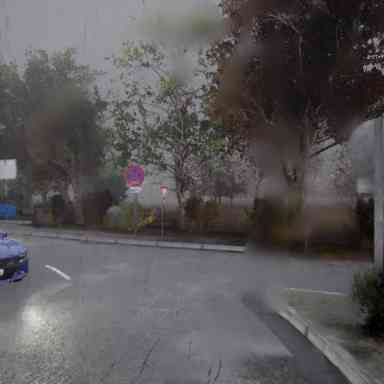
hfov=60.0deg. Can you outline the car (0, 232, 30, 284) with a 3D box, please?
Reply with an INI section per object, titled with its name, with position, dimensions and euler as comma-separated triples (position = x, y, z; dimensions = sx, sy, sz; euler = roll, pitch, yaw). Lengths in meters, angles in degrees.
[car]
position = -6.174, 1.479, 8.704
dimensions = 5.008, 1.535, 1.882
euler = 0, -1, 37
